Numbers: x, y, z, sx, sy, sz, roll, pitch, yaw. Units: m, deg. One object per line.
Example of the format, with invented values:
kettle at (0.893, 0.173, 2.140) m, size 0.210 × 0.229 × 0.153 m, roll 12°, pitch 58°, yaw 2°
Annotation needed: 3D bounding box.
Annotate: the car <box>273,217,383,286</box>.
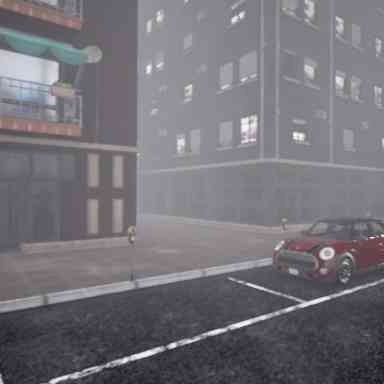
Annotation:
car at (4.191, 1.492, 9.539) m, size 4.097 × 1.590 × 1.967 m, roll 0°, pitch 0°, yaw -35°
